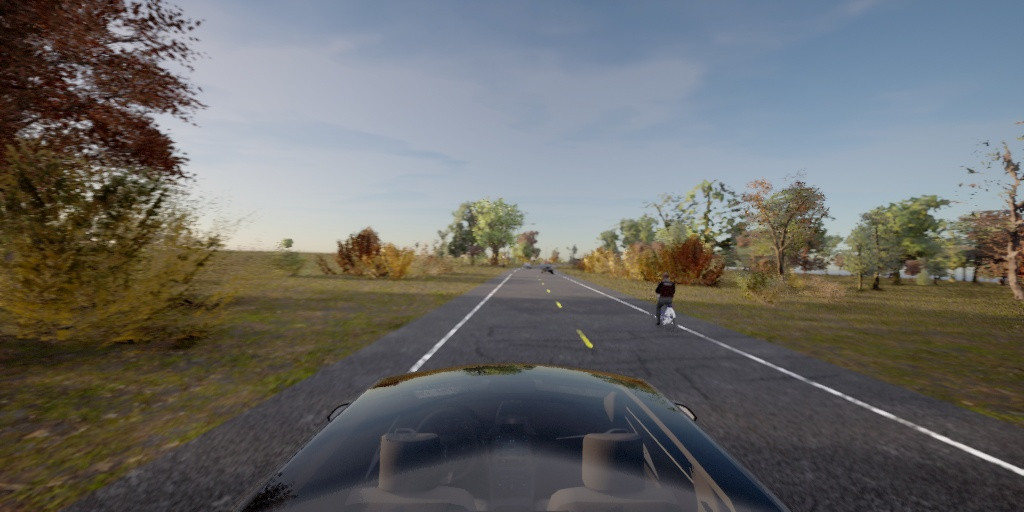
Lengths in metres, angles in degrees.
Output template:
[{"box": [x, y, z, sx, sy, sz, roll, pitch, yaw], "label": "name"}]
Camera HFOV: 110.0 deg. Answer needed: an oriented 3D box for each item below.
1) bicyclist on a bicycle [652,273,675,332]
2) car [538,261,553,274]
[{"box": [4.698, 1.396, 11.181, 0.659, 1.776, 1.843, 2, 0, 2], "label": "bicyclist on a bicycle"}, {"box": [5.606, 2.091, 57.901, 1.837, 1.490, 4.892, 2, 0, 2], "label": "car"}]
